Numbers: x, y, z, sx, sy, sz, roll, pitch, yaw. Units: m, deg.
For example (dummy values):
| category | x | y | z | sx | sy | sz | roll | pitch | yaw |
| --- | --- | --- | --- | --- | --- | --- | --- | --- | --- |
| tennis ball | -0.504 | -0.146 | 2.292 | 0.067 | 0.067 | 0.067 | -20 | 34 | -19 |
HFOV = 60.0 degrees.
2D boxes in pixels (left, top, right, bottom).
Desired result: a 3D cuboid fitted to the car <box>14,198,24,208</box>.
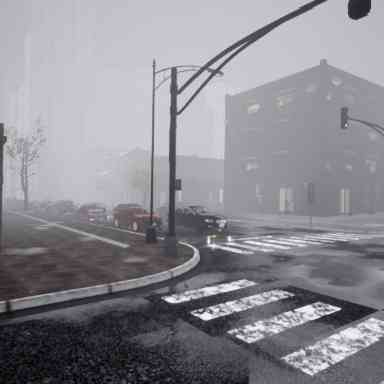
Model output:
| category | x | y | z | sx | sy | sz | roll | pitch | yaw |
| --- | --- | --- | --- | --- | --- | --- | --- | --- | --- |
| car | -29.113 | 2.013 | 57.785 | 1.887 | 1.381 | 4.507 | 1 | -1 | -35 |

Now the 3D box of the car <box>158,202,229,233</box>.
| category | x | y | z | sx | sy | sz | roll | pitch | yaw |
| --- | --- | --- | --- | --- | --- | --- | --- | --- | --- |
| car | 0.247 | 1.593 | 20.335 | 2.128 | 1.511 | 4.902 | 1 | -1 | -35 |

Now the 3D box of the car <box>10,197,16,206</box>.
| category | x | y | z | sx | sy | sz | roll | pitch | yaw |
| --- | --- | --- | --- | --- | --- | --- | --- | --- | --- |
| car | -32.101 | 2.082 | 62.072 | 1.947 | 1.339 | 4.313 | 1 | -1 | -35 |

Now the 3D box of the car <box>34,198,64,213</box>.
| category | x | y | z | sx | sy | sz | roll | pitch | yaw |
| --- | --- | --- | --- | --- | --- | --- | --- | --- | --- |
| car | -18.041 | 1.843 | 41.785 | 2.008 | 1.369 | 4.403 | 1 | -1 | -35 |

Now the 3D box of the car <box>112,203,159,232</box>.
| category | x | y | z | sx | sy | sz | roll | pitch | yaw |
| --- | --- | --- | --- | --- | --- | --- | --- | --- | --- |
| car | -3.426 | 1.615 | 20.831 | 1.887 | 1.381 | 4.507 | 1 | -1 | -35 |

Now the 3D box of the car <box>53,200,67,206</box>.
| category | x | y | z | sx | sy | sz | roll | pitch | yaw |
| --- | --- | --- | --- | --- | --- | --- | --- | --- | --- |
| car | -28.403 | 2.307 | 71.405 | 1.802 | 1.307 | 4.206 | 1 | -1 | -35 |

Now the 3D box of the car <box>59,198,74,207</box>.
| category | x | y | z | sx | sy | sz | roll | pitch | yaw |
| --- | --- | --- | --- | --- | --- | --- | --- | --- | --- |
| car | -25.233 | 2.115 | 66.872 | 1.967 | 1.590 | 4.097 | 1 | -1 | -35 |

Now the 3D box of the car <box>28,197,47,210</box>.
| category | x | y | z | sx | sy | sz | roll | pitch | yaw |
| --- | --- | --- | --- | --- | --- | --- | --- | --- | --- |
| car | -22.718 | 1.892 | 48.546 | 1.752 | 1.417 | 4.829 | 1 | -1 | -35 |

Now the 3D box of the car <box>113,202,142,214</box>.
| category | x | y | z | sx | sy | sz | roll | pitch | yaw |
| --- | --- | --- | --- | --- | --- | --- | --- | --- | --- |
| car | -8.338 | 1.966 | 42.921 | 2.008 | 1.369 | 4.403 | 1 | -1 | -35 |

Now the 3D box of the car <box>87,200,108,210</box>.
| category | x | y | z | sx | sy | sz | roll | pitch | yaw |
| --- | --- | --- | --- | --- | --- | --- | --- | --- | --- |
| car | -14.820 | 2.039 | 52.098 | 1.752 | 1.417 | 4.829 | 1 | -1 | -35 |

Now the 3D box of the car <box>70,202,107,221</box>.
| category | x | y | z | sx | sy | sz | roll | pitch | yaw |
| --- | --- | --- | --- | --- | --- | --- | --- | --- | --- |
| car | -8.584 | 1.730 | 28.207 | 1.802 | 1.307 | 4.206 | 1 | -1 | -35 |

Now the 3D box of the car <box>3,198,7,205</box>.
| category | x | y | z | sx | sy | sz | roll | pitch | yaw |
| --- | --- | --- | --- | --- | --- | --- | --- | --- | --- |
| car | -38.441 | 1.931 | 71.144 | 2.192 | 1.841 | 5.009 | 1 | -1 | -35 |

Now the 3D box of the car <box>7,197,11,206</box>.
| category | x | y | z | sx | sy | sz | roll | pitch | yaw |
| --- | --- | --- | --- | --- | --- | --- | --- | --- | --- |
| car | -35.272 | 2.132 | 66.606 | 1.947 | 1.339 | 4.313 | 1 | -1 | -35 |

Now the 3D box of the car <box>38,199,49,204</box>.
| category | x | y | z | sx | sy | sz | roll | pitch | yaw |
| --- | --- | --- | --- | --- | --- | --- | --- | --- | --- |
| car | -38.012 | 2.404 | 85.149 | 1.752 | 1.417 | 4.829 | 1 | -1 | -35 |

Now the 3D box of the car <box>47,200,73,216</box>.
| category | x | y | z | sx | sy | sz | roll | pitch | yaw |
| --- | --- | --- | --- | --- | --- | --- | --- | --- | --- |
| car | -13.741 | 1.792 | 35.585 | 1.947 | 1.339 | 4.313 | 1 | -1 | -35 |

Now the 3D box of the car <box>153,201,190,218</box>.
| category | x | y | z | sx | sy | sz | roll | pitch | yaw |
| --- | --- | --- | --- | --- | --- | --- | --- | --- | --- |
| car | -2.134 | 1.761 | 34.060 | 1.967 | 1.590 | 4.097 | 1 | -1 | -35 |
